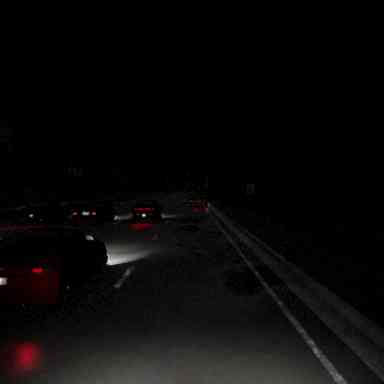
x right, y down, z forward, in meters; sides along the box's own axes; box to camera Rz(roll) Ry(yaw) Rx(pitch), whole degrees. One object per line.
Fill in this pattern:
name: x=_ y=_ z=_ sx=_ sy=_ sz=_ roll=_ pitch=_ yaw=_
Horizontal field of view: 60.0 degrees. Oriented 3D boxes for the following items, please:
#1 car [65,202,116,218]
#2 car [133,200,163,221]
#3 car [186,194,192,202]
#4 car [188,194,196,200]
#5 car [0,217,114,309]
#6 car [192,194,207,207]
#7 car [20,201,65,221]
car: x=-6.906 y=1.437 z=23.881 sx=2.033 sy=1.411 sz=5.357 roll=0 pitch=0 yaw=0
car: x=-3.408 y=1.385 z=26.012 sx=1.837 sy=1.490 sz=4.892 roll=0 pitch=0 yaw=0
car: x=-0.016 y=1.199 z=63.725 sx=2.128 sy=1.511 sz=4.902 roll=0 pitch=0 yaw=0
car: x=-0.020 y=1.108 z=79.408 sx=1.994 sy=1.385 sz=4.181 roll=0 pitch=0 yaw=0
car: x=-3.402 y=1.527 z=7.851 sx=1.994 sy=1.385 sz=4.181 roll=0 pitch=0 yaw=0
car: x=1.212 y=1.240 z=46.990 sx=1.801 sy=1.575 sz=5.366 roll=0 pitch=0 yaw=0
car: x=-10.407 y=1.367 z=23.987 sx=1.882 sy=1.535 sz=5.008 roll=0 pitch=0 yaw=0
